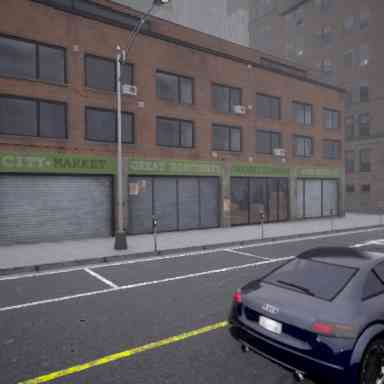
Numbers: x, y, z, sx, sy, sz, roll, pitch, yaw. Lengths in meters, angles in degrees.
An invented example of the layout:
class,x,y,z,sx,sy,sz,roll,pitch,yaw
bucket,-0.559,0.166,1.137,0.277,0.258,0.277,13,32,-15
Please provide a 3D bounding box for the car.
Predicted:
class,x,y,z,sx,sy,sz,roll,pitch,yaw
car,2.561,1.561,5.138,4.181,1.385,1.994,0,0,-36
